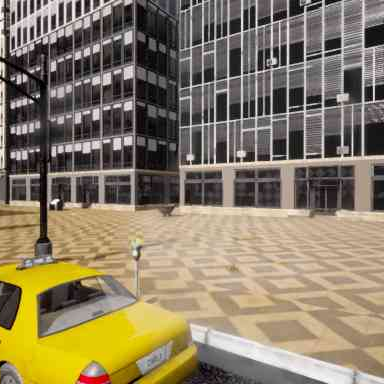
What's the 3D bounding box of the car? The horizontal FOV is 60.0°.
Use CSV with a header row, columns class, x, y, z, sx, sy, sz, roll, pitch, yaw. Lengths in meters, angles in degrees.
class,x,y,z,sx,sy,sz,roll,pitch,yaw
car,-2.218,1.525,4.472,4.829,1.417,1.752,0,0,36
